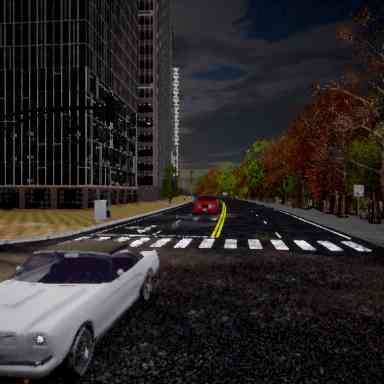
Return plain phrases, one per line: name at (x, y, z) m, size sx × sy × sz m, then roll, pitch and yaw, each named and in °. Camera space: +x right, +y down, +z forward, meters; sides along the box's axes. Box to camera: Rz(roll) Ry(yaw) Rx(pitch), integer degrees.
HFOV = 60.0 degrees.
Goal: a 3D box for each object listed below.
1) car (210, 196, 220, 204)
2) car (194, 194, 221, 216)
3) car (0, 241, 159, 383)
car at (4.297, 1.440, 61.893) m, size 1.837 × 1.490 × 4.892 m, roll 0°, pitch 0°, yaw 4°
car at (1.460, 1.249, 32.846) m, size 2.150 × 2.045 × 5.566 m, roll 0°, pitch 0°, yaw 6°
car at (-1.999, 1.615, 5.694) m, size 1.895 × 1.301 × 4.718 m, roll 0°, pitch 0°, yaw 8°
